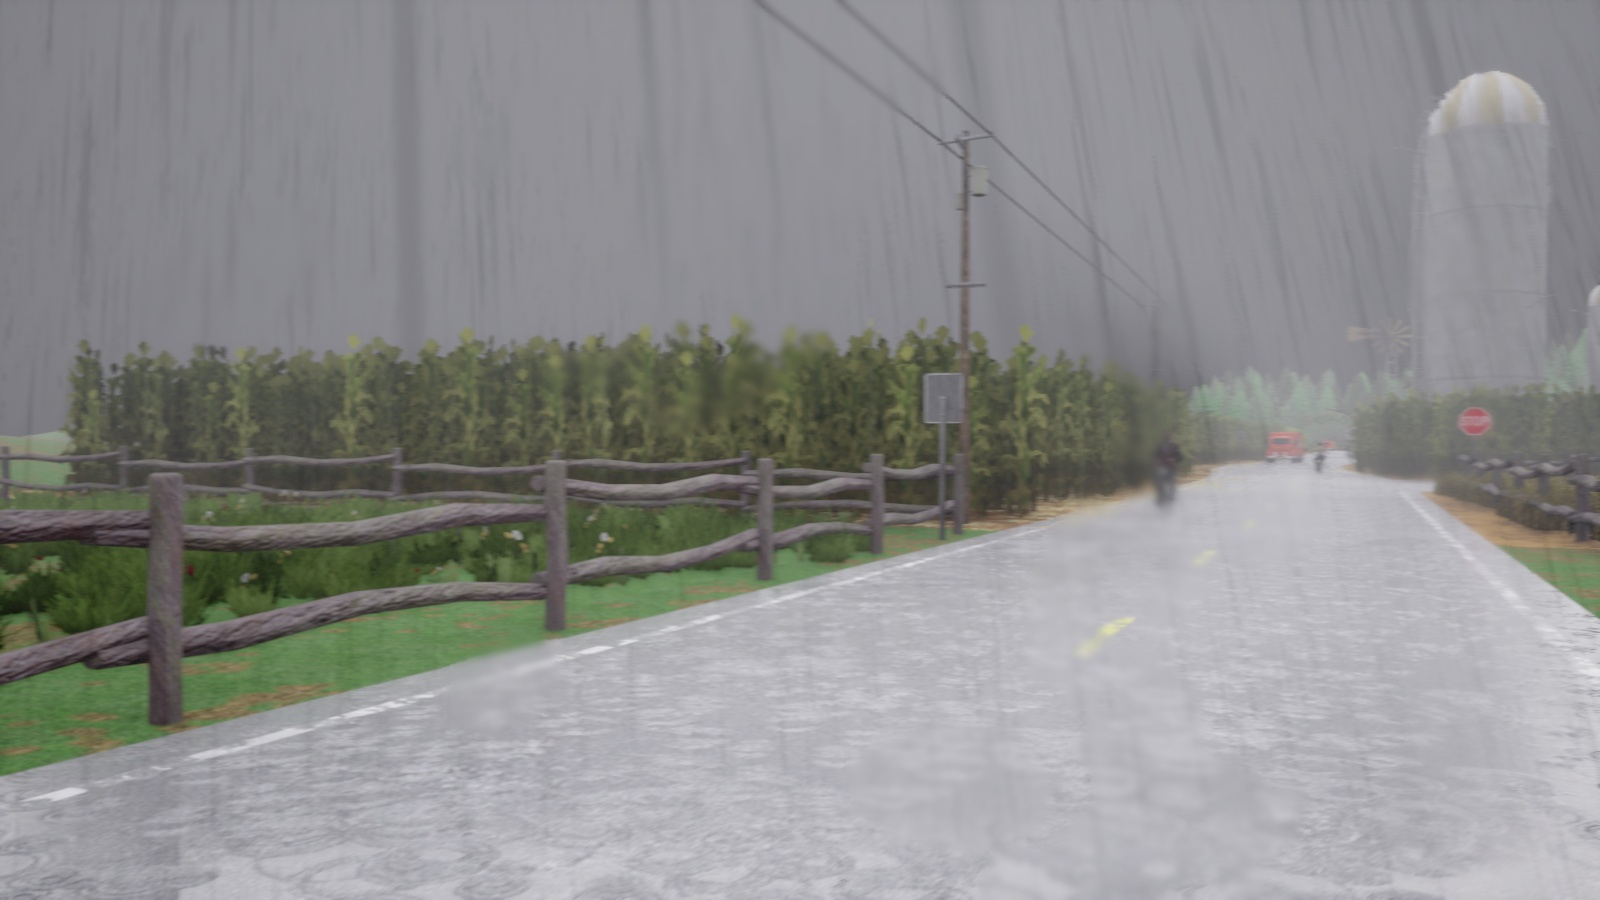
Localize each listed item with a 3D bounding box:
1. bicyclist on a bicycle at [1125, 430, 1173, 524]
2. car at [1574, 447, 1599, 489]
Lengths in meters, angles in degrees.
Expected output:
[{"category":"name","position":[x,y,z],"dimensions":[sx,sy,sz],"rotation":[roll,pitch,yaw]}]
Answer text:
[{"category":"bicyclist on a bicycle","position":[6.878,0.505,24.681],"dimensions":[0.659,1.776,1.843],"rotation":[0,0,23]},{"category":"car","position":[30.363,0.653,44.418],"dimensions":[4.792,1.488,2.163],"rotation":[0,0,23]}]
